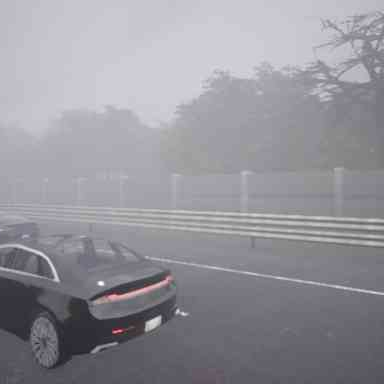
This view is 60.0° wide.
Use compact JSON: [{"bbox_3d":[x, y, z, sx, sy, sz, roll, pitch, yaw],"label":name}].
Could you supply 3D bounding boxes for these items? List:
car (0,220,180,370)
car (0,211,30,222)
[{"bbox_3d":[-2.480,1.491,5.725,4.902,1.511,2.128,0,0,35],"label":"car"},{"bbox_3d":[-8.212,1.524,14.011,4.674,1.442,1.812,0,0,35],"label":"car"}]
